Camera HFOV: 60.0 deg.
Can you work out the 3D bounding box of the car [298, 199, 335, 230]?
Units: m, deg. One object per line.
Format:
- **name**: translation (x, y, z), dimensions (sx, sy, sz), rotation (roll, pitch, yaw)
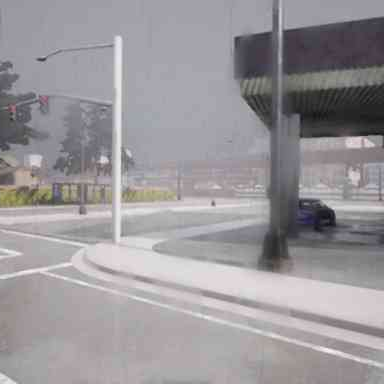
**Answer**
- **car**: translation (6.865, 1.224, 19.572), dimensions (2.242, 1.667, 4.611), rotation (1, 1, 37)
